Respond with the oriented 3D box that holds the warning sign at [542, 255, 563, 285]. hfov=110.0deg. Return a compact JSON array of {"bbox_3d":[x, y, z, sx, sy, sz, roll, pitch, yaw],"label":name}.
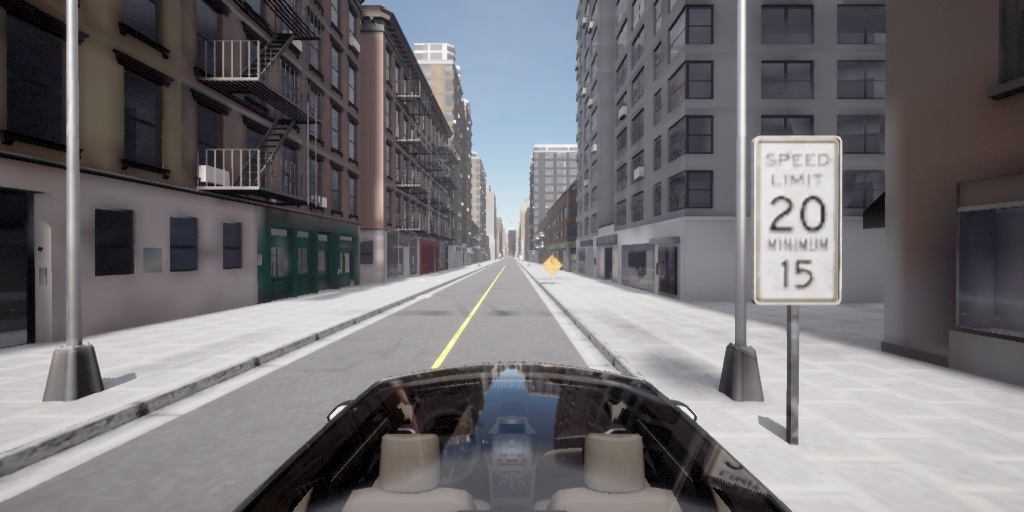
[{"bbox_3d":[2.517,0.863,22.429,1.300,1.860,1.060,0,0,0],"label":"warning sign"}]
